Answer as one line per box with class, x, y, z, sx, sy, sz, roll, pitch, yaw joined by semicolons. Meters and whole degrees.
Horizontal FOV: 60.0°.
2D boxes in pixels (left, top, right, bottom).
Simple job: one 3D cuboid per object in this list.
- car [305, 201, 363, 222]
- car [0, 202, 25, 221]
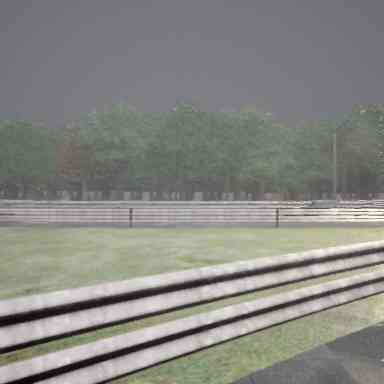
car;12.141;1.588;28.534;4.553;1.767;2.097;0;0;1
car;-17.246;1.607;29.183;4.892;1.490;1.837;1;0;1
